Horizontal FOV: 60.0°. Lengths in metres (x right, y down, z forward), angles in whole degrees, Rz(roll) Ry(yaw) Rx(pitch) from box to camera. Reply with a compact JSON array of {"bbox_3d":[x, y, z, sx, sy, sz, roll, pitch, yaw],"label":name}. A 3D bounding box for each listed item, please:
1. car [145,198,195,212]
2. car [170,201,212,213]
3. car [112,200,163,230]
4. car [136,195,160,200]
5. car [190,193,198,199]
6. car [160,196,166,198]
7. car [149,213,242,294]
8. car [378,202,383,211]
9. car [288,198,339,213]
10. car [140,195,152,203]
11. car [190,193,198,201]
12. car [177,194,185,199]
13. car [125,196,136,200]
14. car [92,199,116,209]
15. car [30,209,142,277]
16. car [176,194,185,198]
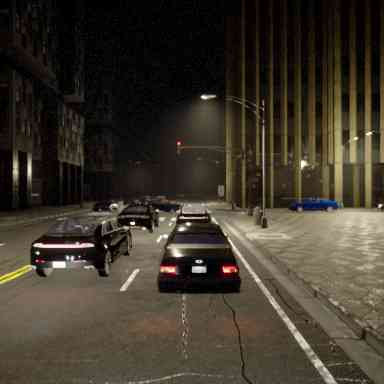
[{"bbox_3d":[-2.319,1.549,34.278,4.718,1.301,1.895,0,0,41],"label":"car"},{"bbox_3d":[0.103,1.473,18.678,2.128,1.511,4.902,0,0,0],"label":"car"},{"bbox_3d":[-3.043,1.458,19.586,1.882,1.535,5.008,0,0,0],"label":"car"},{"bbox_3d":[-6.323,1.396,48.468,2.128,1.511,4.902,0,0,1],"label":"car"},{"bbox_3d":[0.493,1.106,87.500,2.128,1.511,4.902,0,0,0],"label":"car"},{"bbox_3d":[-6.160,1.437,65.633,1.895,1.301,4.718,0,0,1],"label":"car"},{"bbox_3d":[0.148,1.543,8.934,2.033,1.411,5.357,0,0,0],"label":"car"},{"bbox_3d":[22.197,1.339,34.989,4.902,1.511,2.128,0,0,0],"label":"car"},{"bbox_3d":[12.731,1.365,35.023,5.008,1.535,1.882,0,0,1],"label":"car"},{"bbox_3d":[-9.373,1.353,67.761,1.812,1.442,4.674,0,0,0],"label":"car"},{"bbox_3d":[0.434,1.282,77.078,1.837,1.490,4.892,0,0,0],"label":"car"},{"bbox_3d":[-2.757,1.176,87.549,1.895,1.301,4.718,0,0,0],"label":"car"},{"bbox_3d":[-9.549,1.415,52.370,1.812,1.442,4.674,0,0,0],"label":"car"},{"bbox_3d":[-9.640,1.487,37.542,2.033,1.411,5.357,0,0,0],"label":"car"},{"bbox_3d":[-3.095,1.485,10.211,2.128,1.511,4.902,0,0,0],"label":"car"},{"bbox_3d":[-2.816,1.307,77.097,2.128,1.511,4.902,0,0,0],"label":"car"}]
